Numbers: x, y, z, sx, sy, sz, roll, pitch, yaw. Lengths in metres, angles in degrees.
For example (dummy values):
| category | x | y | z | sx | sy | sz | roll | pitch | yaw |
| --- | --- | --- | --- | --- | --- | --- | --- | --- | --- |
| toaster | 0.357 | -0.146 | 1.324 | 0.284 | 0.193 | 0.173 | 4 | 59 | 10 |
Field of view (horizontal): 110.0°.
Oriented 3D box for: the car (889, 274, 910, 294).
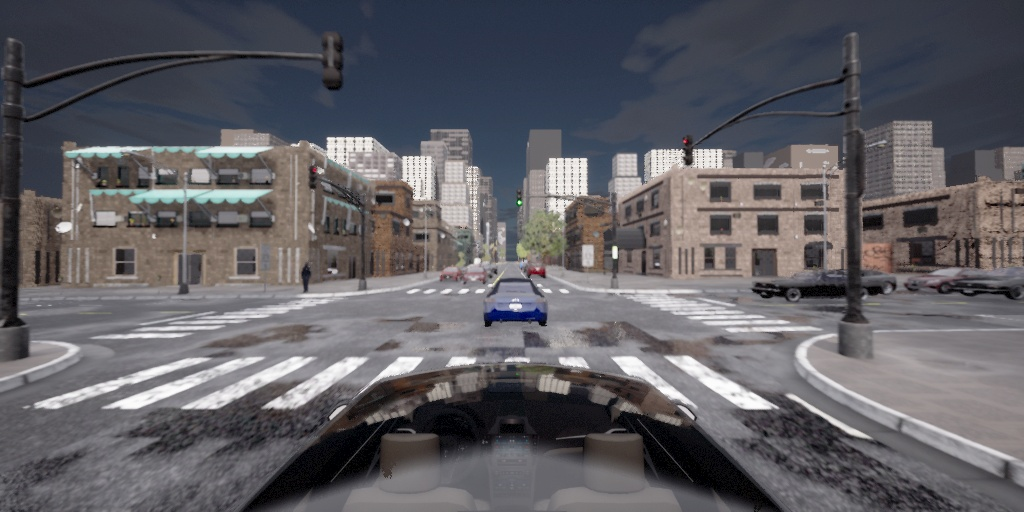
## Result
| category | x | y | z | sx | sy | sz | roll | pitch | yaw |
| --- | --- | --- | --- | --- | --- | --- | --- | --- | --- |
| car | 17.503 | 1.308 | 18.801 | 4.313 | 1.339 | 1.948 | 0 | 0 | 0 |

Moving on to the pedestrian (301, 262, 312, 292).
| category | x | y | z | sx | sy | sz | roll | pitch | yaw |
| --- | --- | --- | --- | --- | --- | --- | --- | --- | --- |
| pedestrian | -12.503 | 1.274 | 21.751 | 0.375 | 1.860 | 0.375 | 0 | 0 | 0 |

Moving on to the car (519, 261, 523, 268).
| category | x | y | z | sx | sy | sz | roll | pitch | yaw |
| --- | --- | --- | --- | --- | --- | --- | --- | --- | --- |
| car | 2.713 | 2.052 | 62.096 | 2.007 | 1.370 | 4.403 | 0 | 0 | 0 |

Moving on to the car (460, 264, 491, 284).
| category | x | y | z | sx | sy | sz | roll | pitch | yaw |
| --- | --- | --- | --- | --- | --- | --- | --- | --- | --- |
| car | -3.075 | 1.628 | 30.971 | 1.812 | 1.442 | 4.674 | 0 | -1 | 0 |

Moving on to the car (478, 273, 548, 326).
| category | x | y | z | sx | sy | sz | roll | pitch | yaw |
| --- | --- | --- | --- | --- | --- | --- | --- | --- | --- |
| car | 0.104 | 1.439 | 12.294 | 1.994 | 1.385 | 4.181 | 0 | -1 | 0 |

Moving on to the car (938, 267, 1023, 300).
| category | x | y | z | sx | sy | sz | roll | pitch | yaw |
| --- | --- | --- | --- | --- | --- | --- | --- | --- | --- |
| car | 23.292 | 1.187 | 16.225 | 5.357 | 1.411 | 2.033 | -1 | -1 | 0 |

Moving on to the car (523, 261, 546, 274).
| category | x | y | z | sx | sy | sz | roll | pitch | yaw |
| --- | --- | --- | --- | --- | --- | --- | --- | --- | --- |
| car | 2.705 | 1.531 | 39.997 | 2.192 | 1.841 | 5.009 | 0 | 0 | 0 |

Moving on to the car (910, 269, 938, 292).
| category | x | y | z | sx | sy | sz | roll | pitch | yaw |
| --- | --- | --- | --- | --- | --- | --- | --- | --- | --- |
| car | 23.199 | 1.259 | 18.803 | 4.207 | 1.307 | 1.802 | 0 | 0 | 0 |

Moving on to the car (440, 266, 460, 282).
| category | x | y | z | sx | sy | sz | roll | pitch | yaw |
| --- | --- | --- | --- | --- | --- | --- | --- | --- | --- |
| car | -5.766 | 1.692 | 34.479 | 1.888 | 1.381 | 4.507 | 0 | 0 | 0 |

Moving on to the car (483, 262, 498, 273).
| category | x | y | z | sx | sy | sz | roll | pitch | yaw |
| --- | --- | --- | --- | --- | --- | --- | --- | --- | --- |
| car | -3.066 | 1.711 | 40.261 | 2.128 | 1.511 | 4.902 | 0 | -1 | 0 |

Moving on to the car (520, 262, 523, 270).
| category | x | y | z | sx | sy | sz | roll | pitch | yaw |
| --- | --- | --- | --- | --- | --- | --- | --- | --- | --- |
| car | 2.711 | 1.995 | 56.572 | 1.948 | 1.339 | 4.313 | 0 | 0 | 0 |

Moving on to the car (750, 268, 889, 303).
| category | x | y | z | sx | sy | sz | roll | pitch | yaw |
| --- | --- | --- | --- | --- | --- | --- | --- | --- | --- |
| car | 13.567 | 1.352 | 16.214 | 4.718 | 1.301 | 1.895 | -1 | -1 | 0 |
